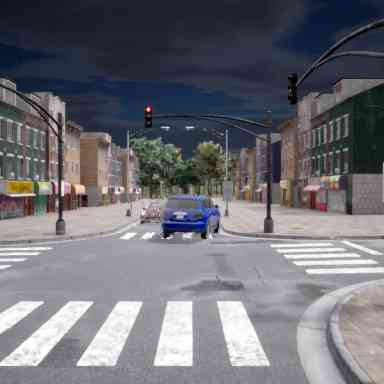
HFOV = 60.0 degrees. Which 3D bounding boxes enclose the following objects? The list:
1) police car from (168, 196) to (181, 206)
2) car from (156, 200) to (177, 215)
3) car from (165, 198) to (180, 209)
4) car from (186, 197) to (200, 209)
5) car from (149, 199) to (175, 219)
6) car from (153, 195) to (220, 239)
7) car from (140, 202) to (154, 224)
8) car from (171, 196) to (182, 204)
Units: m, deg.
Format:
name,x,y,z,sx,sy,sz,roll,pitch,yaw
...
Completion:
name,x,y,z,sx,sy,sz,roll,pitch,yaw
police car,-3.010,1.464,57.286,1.930,1.638,5.238,0,0,0
car,-2.647,1.578,35.427,1.947,1.339,4.313,-1,0,0
car,-2.648,1.569,46.296,1.887,1.381,4.507,-1,0,0
car,0.099,1.529,46.375,1.837,1.490,4.892,0,0,0
car,-2.648,1.448,29.992,1.967,1.590,4.097,-1,0,0
car,0.076,1.220,17.464,2.150,2.045,5.566,1,0,13
car,-2.648,1.444,24.558,1.967,1.590,4.097,-1,0,0
car,-3.022,1.554,64.176,1.837,1.490,4.892,0,0,0
